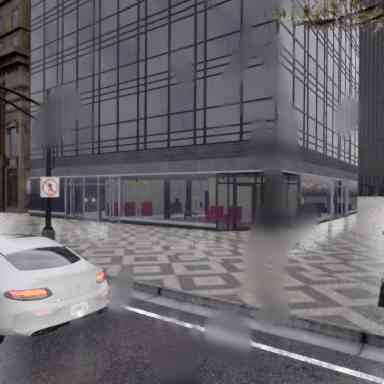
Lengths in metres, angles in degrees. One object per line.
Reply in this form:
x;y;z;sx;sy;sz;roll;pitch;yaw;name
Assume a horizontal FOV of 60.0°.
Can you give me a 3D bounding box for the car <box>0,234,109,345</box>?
-3.522;1.524;6.190;4.674;1.442;1.812;0;0;35;car
